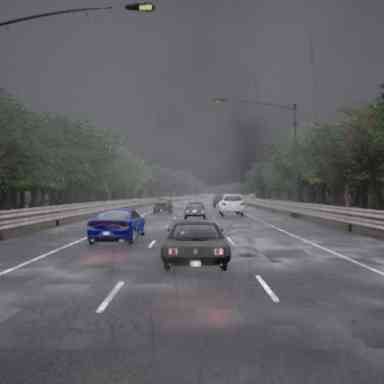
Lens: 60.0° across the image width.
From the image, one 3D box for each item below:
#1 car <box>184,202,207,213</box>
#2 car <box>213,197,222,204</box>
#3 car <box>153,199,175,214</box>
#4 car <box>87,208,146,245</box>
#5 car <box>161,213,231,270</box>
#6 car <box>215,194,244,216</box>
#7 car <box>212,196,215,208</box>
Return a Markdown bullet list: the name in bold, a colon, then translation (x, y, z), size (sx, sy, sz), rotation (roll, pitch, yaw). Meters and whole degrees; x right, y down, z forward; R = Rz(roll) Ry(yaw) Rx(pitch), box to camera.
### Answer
- **car**: translation (0.302, 1.590, 28.956), size (2.033, 1.411, 5.357), rotation (0, 0, 1)
- **car**: translation (5.634, 1.864, 74.393), size (2.033, 1.411, 5.357), rotation (0, 0, 4)
- **car**: translation (-3.029, 1.572, 35.985), size (1.837, 1.490, 4.892), rotation (0, 0, 2)
- **car**: translation (-3.367, 1.489, 15.608), size (1.882, 1.535, 5.008), rotation (0, 0, 0)
- **car**: translation (0.109, 1.606, 11.003), size (1.895, 1.301, 4.718), rotation (0, 0, 0)
- **car**: translation (3.782, 1.273, 32.801), size (2.150, 2.045, 5.566), rotation (0, 0, 1)
- **car**: translation (4.450, 1.372, 52.664), size (2.150, 2.045, 5.566), rotation (0, 0, 3)
